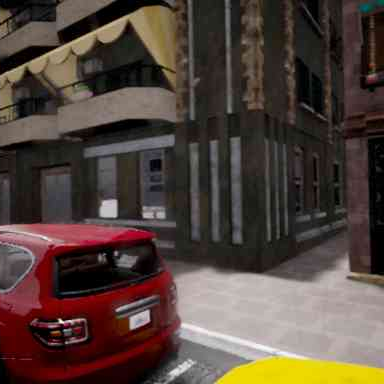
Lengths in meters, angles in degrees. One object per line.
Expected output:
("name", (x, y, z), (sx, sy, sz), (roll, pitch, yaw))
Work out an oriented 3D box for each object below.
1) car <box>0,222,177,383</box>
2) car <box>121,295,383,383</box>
("car", (-2.453, 1.349, 4.650), (5.009, 1.841, 2.192), (-1, -1, 36))
("car", (2.034, 1.519, 1.437), (4.829, 1.417, 1.752), (-1, -1, 36))
